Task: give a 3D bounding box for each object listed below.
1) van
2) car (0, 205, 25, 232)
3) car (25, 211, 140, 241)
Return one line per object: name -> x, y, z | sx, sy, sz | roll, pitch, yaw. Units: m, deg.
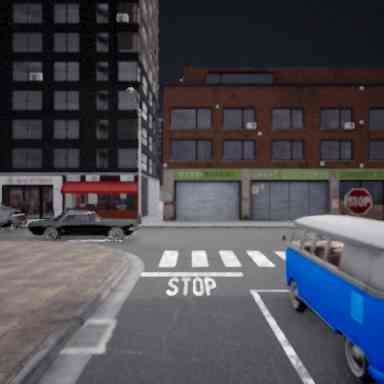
van -> 2.642, 1.334, 5.111 | 1.690, 1.788, 3.998 | 0, 0, 0
car -> -11.840, 1.460, 18.544 | 4.902, 1.511, 2.128 | 0, 0, 0
car -> -4.885, 1.557, 15.582 | 4.718, 1.301, 1.895 | 0, 0, 0
